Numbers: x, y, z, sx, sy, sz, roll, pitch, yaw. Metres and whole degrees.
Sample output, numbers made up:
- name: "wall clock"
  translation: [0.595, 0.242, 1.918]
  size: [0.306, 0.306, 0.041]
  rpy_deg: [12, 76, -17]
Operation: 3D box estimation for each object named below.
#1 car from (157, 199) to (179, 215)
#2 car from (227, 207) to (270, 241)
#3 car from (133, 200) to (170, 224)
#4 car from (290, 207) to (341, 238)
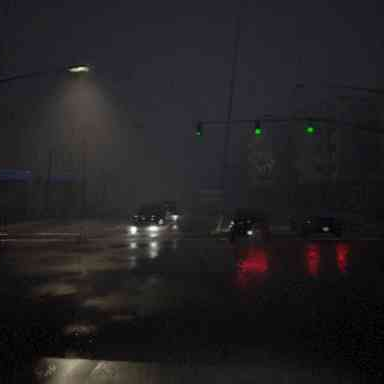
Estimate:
- name: "car"
  translation: [-2.565, 1.715, 37.190]
  size: [1.837, 1.490, 4.892]
  rpy_deg: [-1, 0, -1]
- name: "car"
  translation: [2.885, 1.557, 17.153]
  size: [1.837, 1.490, 4.892]
  rpy_deg: [-1, 0, 7]
- name: "car"
  translation: [-3.300, 1.691, 26.540]
  size: [1.837, 1.490, 4.892]
  rpy_deg: [-1, 0, 5]
- name: "car"
  translation: [6.485, 1.533, 17.735]
  size: [1.812, 1.442, 4.674]
  rpy_deg: [-1, 0, 7]
